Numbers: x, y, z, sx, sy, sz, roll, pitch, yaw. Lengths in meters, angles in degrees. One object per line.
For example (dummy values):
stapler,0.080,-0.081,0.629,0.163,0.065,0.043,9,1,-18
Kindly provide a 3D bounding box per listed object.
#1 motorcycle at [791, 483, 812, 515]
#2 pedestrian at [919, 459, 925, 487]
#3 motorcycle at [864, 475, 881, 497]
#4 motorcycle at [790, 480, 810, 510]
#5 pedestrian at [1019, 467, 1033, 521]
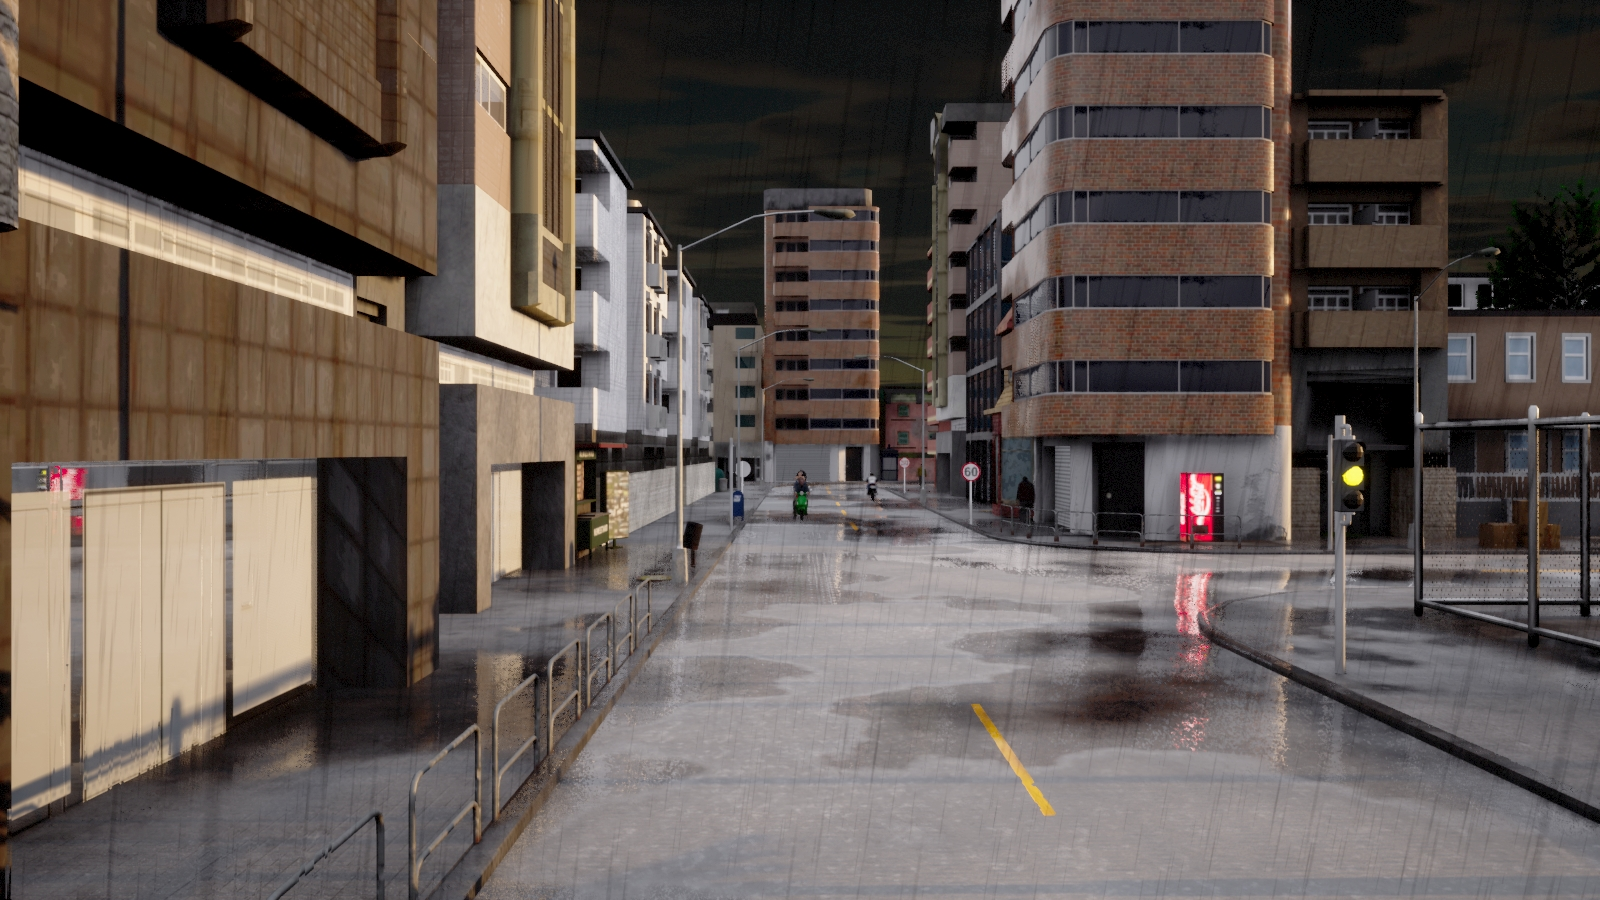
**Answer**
motorcycle,0.063,1.970,46.521,0.856,1.236,1.805,0,0,0
pedestrian,8.182,1.536,76.718,0.375,1.860,0.375,0,0,6
motorcycle,4.035,2.004,63.858,0.803,1.145,2.033,0,0,0
motorcycle,0.019,1.970,50.389,0.856,1.236,1.805,0,0,0
pedestrian,7.859,1.523,39.766,0.375,1.860,0.375,0,0,-6
